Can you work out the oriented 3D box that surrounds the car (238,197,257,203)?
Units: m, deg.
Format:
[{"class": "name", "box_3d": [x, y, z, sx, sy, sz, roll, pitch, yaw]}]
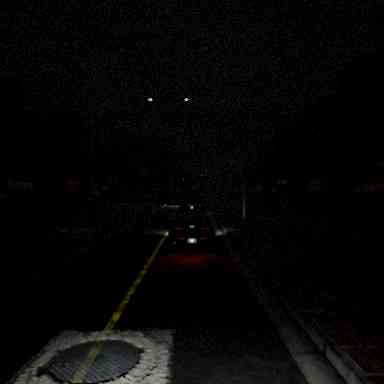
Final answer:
[{"class": "car", "box_3d": [12.380, 1.770, 73.230, 4.313, 1.339, 1.947, 0, -1, 0]}]

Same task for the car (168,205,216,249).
[{"class": "car", "box_3d": [0.000, 1.541, 14.655, 1.837, 1.490, 4.892, 0, 0, 0]}]

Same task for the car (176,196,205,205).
[{"class": "car", "box_3d": [0.000, 1.327, 29.691, 2.150, 2.045, 5.566, 0, 0, 0]}]

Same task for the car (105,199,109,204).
[{"class": "car", "box_3d": [-20.606, 2.035, 73.221, 4.403, 1.369, 2.008, -1, -1, 0]}]

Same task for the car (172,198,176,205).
[{"class": "car", "box_3d": [-2.750, 1.824, 62.666, 2.033, 1.411, 5.357, 0, 0, 0]}]
